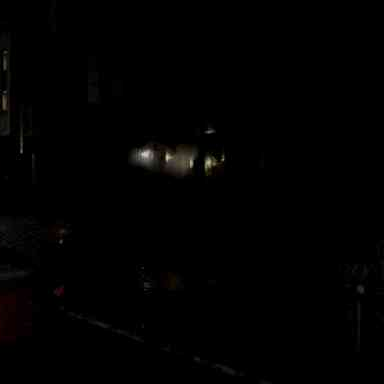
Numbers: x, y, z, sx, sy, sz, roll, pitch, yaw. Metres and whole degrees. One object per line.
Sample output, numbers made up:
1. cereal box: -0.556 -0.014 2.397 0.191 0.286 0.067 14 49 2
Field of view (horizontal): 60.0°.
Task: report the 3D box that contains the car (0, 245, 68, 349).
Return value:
1. car: -3.758 1.539 5.520 4.206 1.307 1.802 0 0 35
